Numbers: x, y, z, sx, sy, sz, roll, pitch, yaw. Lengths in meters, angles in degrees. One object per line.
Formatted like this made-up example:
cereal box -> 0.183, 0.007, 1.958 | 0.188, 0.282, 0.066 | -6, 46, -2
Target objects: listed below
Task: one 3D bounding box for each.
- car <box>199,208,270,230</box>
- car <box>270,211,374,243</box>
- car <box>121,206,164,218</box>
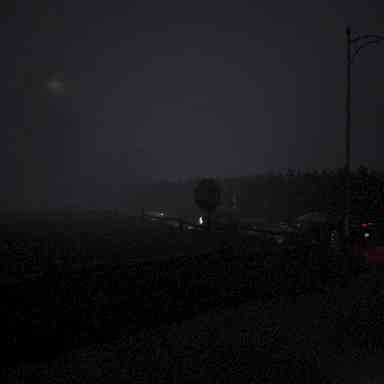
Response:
car -> 2.332, 1.725, 18.807 | 1.837, 1.490, 4.892 | 1, -1, -34
car -> 6.574, 1.720, 16.827 | 2.128, 1.511, 4.902 | -1, 0, -28
car -> -4.192, 1.883, 27.934 | 1.895, 1.301, 4.718 | 1, -1, -36
